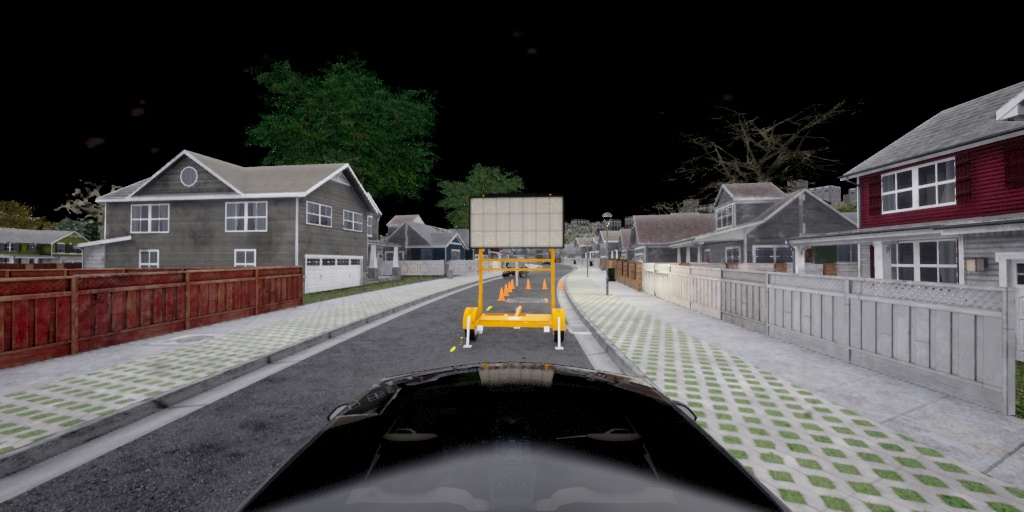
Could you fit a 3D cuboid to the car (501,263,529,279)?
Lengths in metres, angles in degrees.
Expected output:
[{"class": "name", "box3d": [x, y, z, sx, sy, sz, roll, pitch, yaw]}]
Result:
[{"class": "car", "box3d": [0.393, 1.350, 33.573, 2.033, 1.411, 5.357, 0, 0, 11]}]

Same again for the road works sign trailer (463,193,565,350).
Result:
[{"class": "road works sign trailer", "box3d": [0.130, 0.219, 9.167, 2.380, 3.560, 2.880, 0, 0, 5]}]
